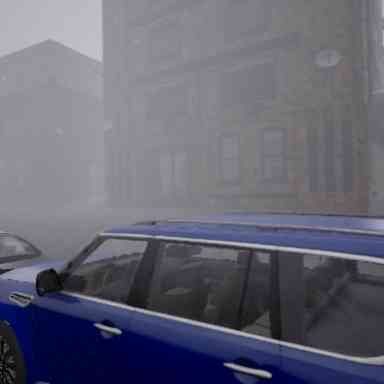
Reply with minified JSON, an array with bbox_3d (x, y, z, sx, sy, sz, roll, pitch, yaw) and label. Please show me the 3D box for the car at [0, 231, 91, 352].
[{"bbox_3d":[-4.509,1.478,6.431,4.892,1.521,2.231,0,0,35],"label":"car"}]
